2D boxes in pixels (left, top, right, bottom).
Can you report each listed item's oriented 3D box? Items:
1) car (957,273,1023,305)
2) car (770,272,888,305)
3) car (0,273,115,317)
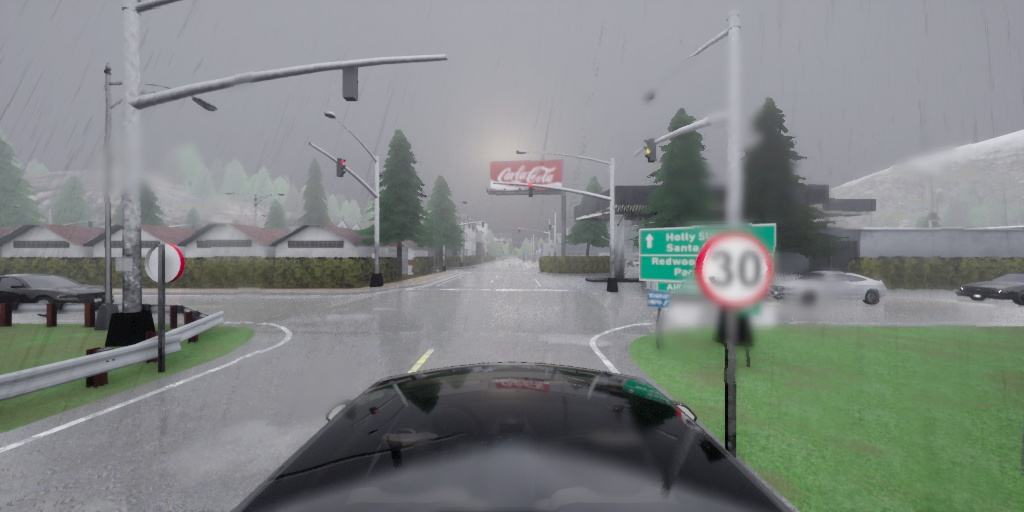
[{"bbox_3d":[24.513,1.489,16.797,5.357,1.411,2.033,0,0,1],"label":"car"},{"bbox_3d":[14.858,1.467,16.924,4.674,1.442,1.812,0,0,0],"label":"car"},{"bbox_3d":[-18.340,1.419,13.757,5.008,1.535,1.882,0,0,1],"label":"car"}]
